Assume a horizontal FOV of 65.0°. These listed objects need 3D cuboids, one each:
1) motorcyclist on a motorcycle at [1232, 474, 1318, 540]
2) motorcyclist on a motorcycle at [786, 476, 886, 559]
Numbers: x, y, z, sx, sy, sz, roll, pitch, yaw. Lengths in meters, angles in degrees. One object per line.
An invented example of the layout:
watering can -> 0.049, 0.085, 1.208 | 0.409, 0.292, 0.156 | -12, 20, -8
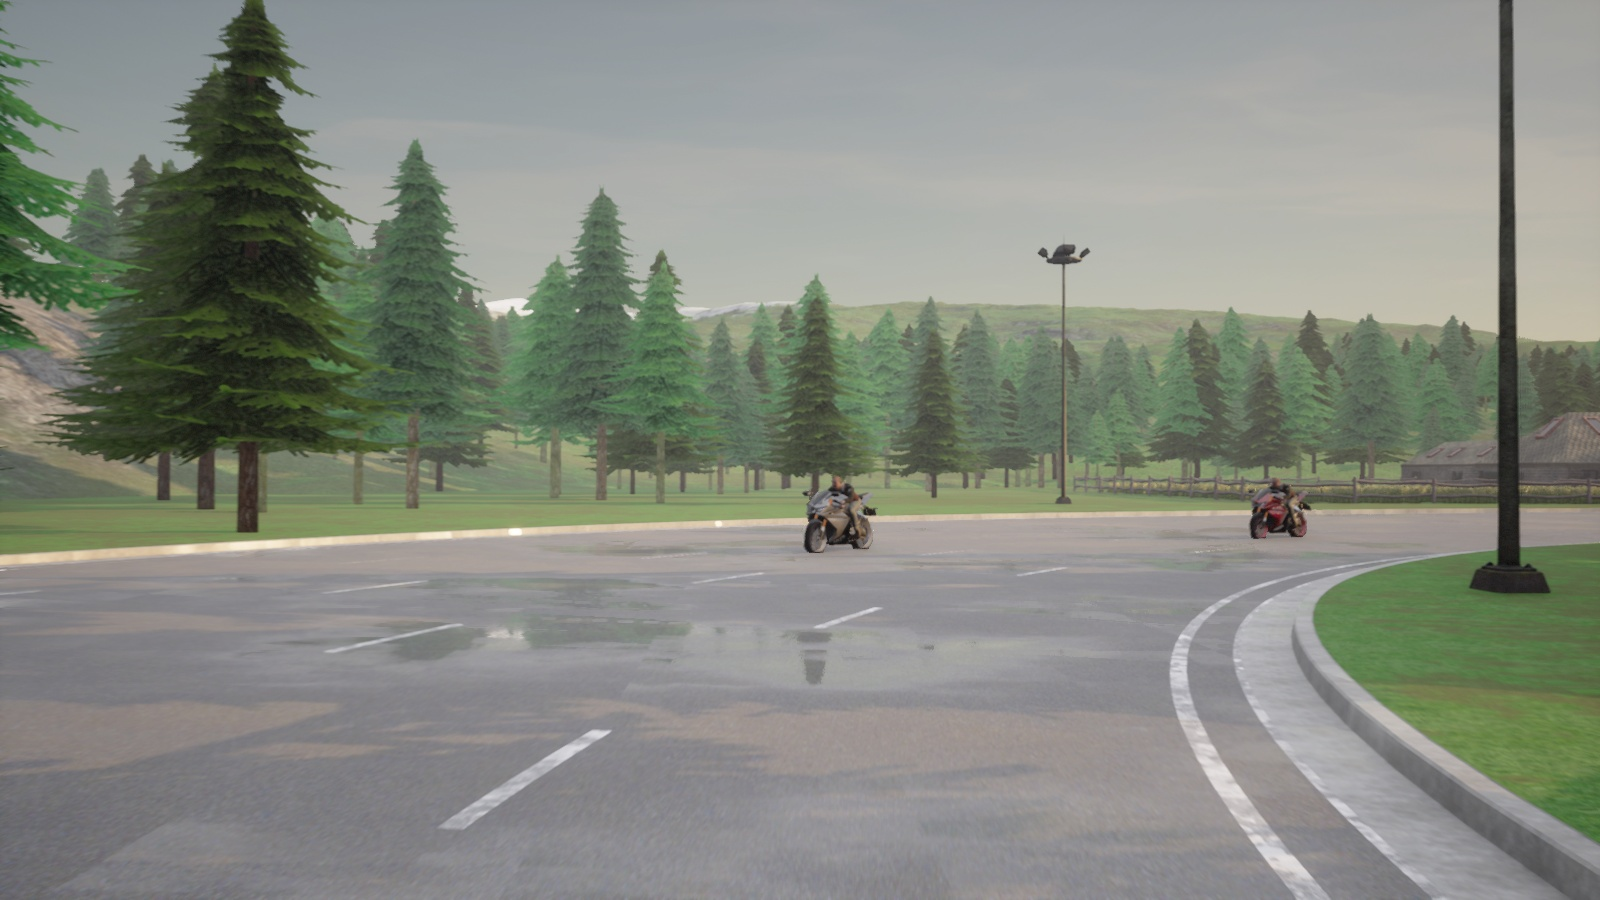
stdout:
motorcyclist on a motorcycle -> 11.626, 1.365, 30.693 | 2.191, 1.530, 0.866 | 1, -1, -35
motorcyclist on a motorcycle -> 0.738, 1.296, 24.778 | 0.866, 1.530, 2.191 | 0, -1, 37
